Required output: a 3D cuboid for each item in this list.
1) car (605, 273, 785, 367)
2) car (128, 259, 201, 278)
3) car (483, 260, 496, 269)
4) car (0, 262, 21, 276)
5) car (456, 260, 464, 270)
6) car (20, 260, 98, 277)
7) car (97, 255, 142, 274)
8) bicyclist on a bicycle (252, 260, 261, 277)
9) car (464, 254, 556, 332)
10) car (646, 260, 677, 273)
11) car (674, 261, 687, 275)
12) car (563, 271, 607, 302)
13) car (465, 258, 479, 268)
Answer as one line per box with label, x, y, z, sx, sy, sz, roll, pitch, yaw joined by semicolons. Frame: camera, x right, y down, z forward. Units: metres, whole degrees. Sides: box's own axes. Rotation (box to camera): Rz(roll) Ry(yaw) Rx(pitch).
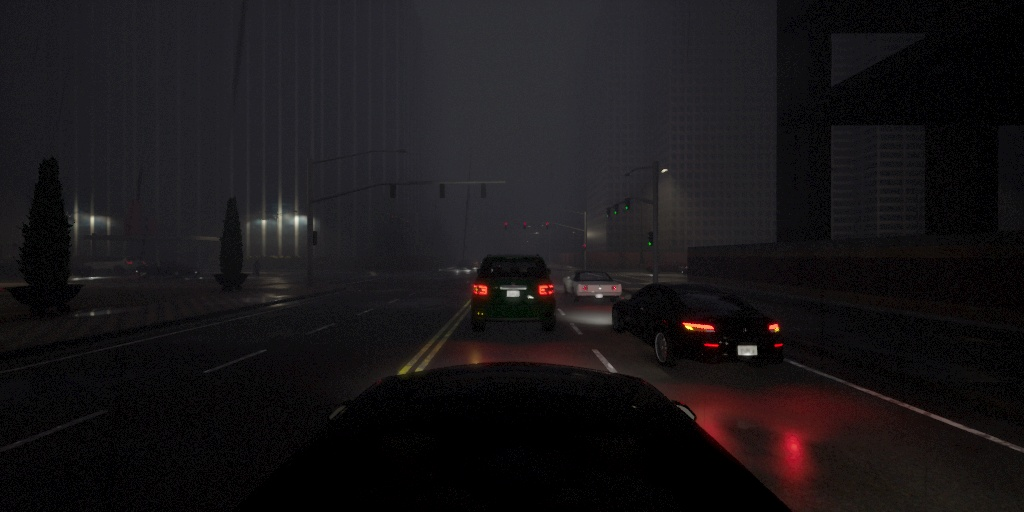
car;3.589;1.276;7.770;1.812;1.442;4.674;0;0;0
car;-31.586;1.241;33.034;4.902;1.511;2.128;0;0;0
car;-3.549;1.351;57.510;1.895;1.301;4.718;0;0;0
car;-50.679;1.314;36.566;4.181;1.385;1.994;0;0;3
car;-7.059;1.275;53.730;1.812;1.442;4.674;0;0;0
car;-41.554;1.314;32.987;4.181;1.385;1.994;0;0;0
car;-44.557;0.966;40.148;5.566;2.045;2.150;-1;0;-1
bicyclist on a bicycle;-24.645;1.203;34.554;0.582;1.620;1.656;0;0;-13
car;0.057;0.971;11.013;2.150;2.045;5.566;0;0;1
car;17.808;1.227;40.681;5.008;1.535;1.882;0;0;0
car;19.877;1.351;37.168;4.718;1.301;1.895;0;0;1
car;3.593;1.351;16.932;1.895;1.301;4.718;0;0;0
car;-7.025;1.227;63.071;1.882;1.535;5.008;0;0;0
